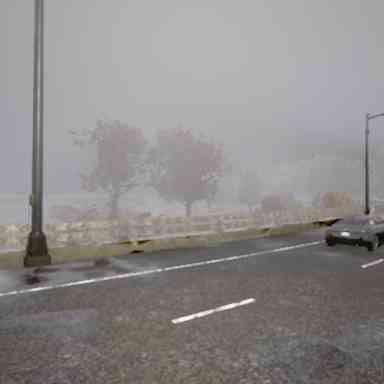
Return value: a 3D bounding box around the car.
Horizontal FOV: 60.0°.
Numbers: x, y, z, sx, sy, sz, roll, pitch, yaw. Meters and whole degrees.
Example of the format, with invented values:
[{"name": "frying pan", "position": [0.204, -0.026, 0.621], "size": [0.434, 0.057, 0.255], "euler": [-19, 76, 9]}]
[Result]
[{"name": "car", "position": [7.711, 1.705, 14.958], "size": [4.181, 1.385, 1.994], "euler": [1, 0, -44]}]
